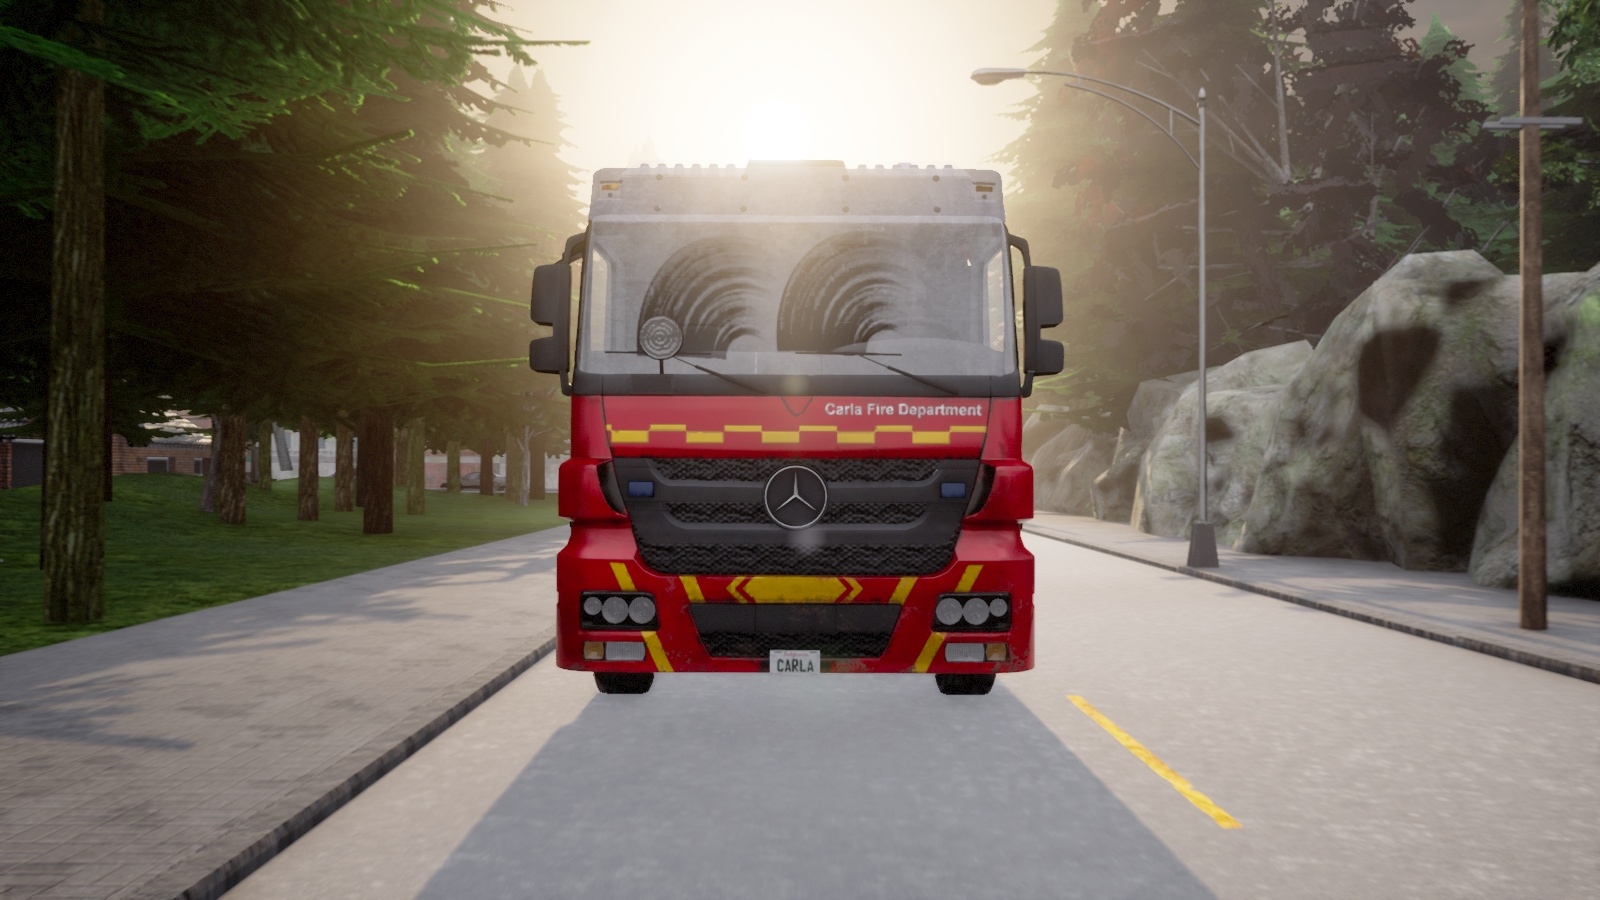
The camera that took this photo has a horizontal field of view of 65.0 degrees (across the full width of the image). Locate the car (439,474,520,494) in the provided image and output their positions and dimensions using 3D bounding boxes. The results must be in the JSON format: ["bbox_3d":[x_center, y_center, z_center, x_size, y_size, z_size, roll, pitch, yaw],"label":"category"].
[{"bbox_3d":[-23.275,2.484,91.294,5.357,1.411,2.033,0,-1,0],"label":"car"}]

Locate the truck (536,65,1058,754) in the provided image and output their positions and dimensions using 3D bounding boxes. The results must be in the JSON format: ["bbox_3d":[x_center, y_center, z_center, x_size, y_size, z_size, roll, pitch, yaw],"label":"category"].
[{"bbox_3d":[-0.031,-0.162,11.223,2.891,3.827,8.468,0,-1,0],"label":"truck"}]
